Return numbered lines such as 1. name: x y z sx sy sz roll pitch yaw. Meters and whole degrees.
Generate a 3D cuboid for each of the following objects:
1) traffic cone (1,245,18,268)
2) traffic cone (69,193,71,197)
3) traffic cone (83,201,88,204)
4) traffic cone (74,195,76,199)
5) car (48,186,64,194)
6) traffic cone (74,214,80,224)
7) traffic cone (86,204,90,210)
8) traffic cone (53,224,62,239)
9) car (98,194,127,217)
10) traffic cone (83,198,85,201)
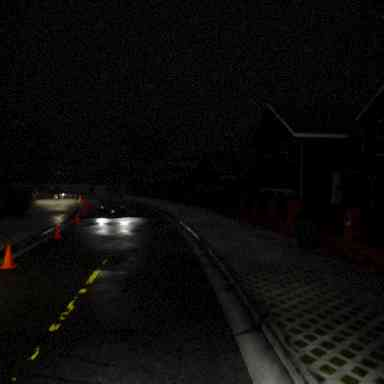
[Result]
1. traffic cone: -4.976 1.743 9.057 0.340 0.580 0.340 0 1 -6
2. traffic cone: -18.577 0.478 50.496 0.340 0.580 0.340 -1 2 -30
3. traffic cone: -8.853 1.221 28.168 0.340 0.580 0.340 -1 2 -17
4. traffic cone: -16.218 0.622 46.222 0.340 0.580 0.340 -1 2 -28
5. car: -25.951 -0.411 63.256 2.128 1.511 4.902 -2 3 -38
6. traffic cone: -6.467 1.496 18.704 0.340 0.580 0.340 0 2 -11
7. traffic cone: -7.549 1.362 23.464 0.340 0.580 0.340 -1 2 -14
8. traffic cone: -5.609 1.623 13.898 0.340 0.580 0.340 0 1 -9
9. car: -5.696 0.918 23.771 1.812 1.442 4.674 0 2 -14
10. traffic cone: -10.376 1.075 32.805 0.340 0.580 0.340 -1 2 -19
